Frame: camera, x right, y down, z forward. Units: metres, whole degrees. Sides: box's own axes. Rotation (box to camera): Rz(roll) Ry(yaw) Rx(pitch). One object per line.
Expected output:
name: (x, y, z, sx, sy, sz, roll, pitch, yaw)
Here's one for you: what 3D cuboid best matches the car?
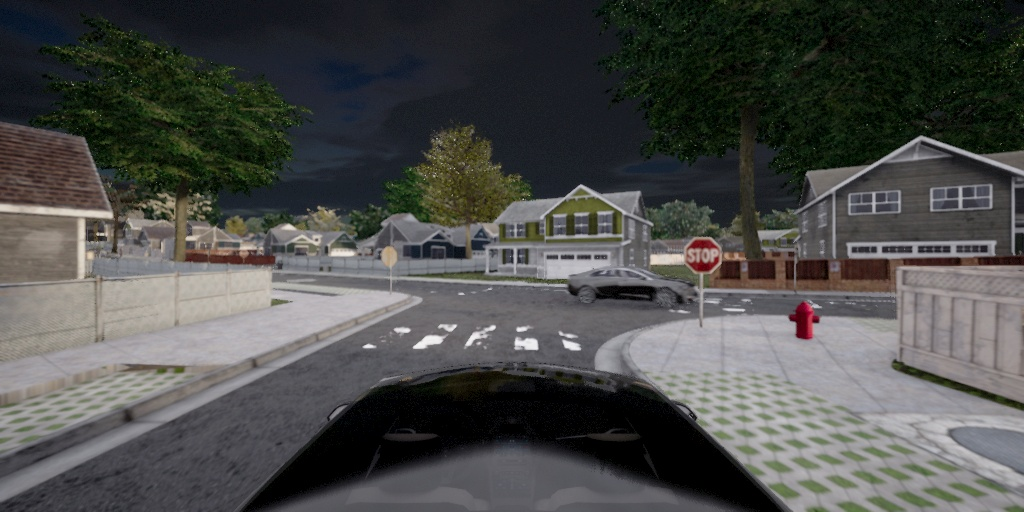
car: (4.559, 1.136, 14.088, 4.902, 1.511, 2.128, -1, -1, 31)
